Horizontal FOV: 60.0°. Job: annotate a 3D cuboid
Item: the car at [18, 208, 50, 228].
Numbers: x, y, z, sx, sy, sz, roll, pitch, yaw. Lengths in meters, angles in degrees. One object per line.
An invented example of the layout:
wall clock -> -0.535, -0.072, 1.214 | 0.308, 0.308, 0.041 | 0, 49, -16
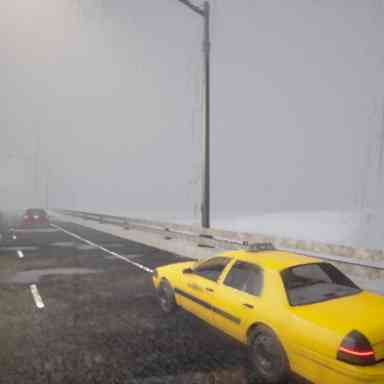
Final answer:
car -> -13.996, 2.184, 29.594 | 2.097, 1.767, 4.553 | 1, -2, -29

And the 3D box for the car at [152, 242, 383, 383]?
car -> 0.998, 1.640, 5.780 | 1.801, 1.575, 5.366 | 1, -2, -30

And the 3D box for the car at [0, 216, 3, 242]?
car -> -10.071, 2.030, 15.648 | 1.895, 1.301, 4.718 | 1, -2, -30

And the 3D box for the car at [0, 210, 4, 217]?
car -> -22.351, 2.543, 37.398 | 1.837, 1.490, 4.892 | 1, -2, -29
